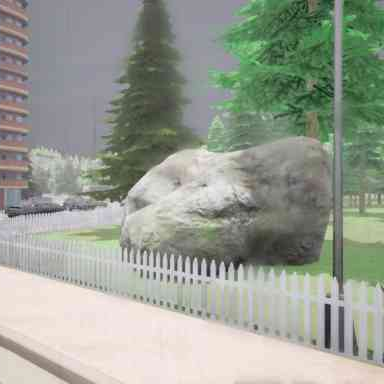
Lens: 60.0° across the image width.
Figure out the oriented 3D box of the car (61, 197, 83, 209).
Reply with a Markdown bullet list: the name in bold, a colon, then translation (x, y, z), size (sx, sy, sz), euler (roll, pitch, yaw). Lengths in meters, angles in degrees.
- **car**: translation (-16.509, 1.449, 45.916), size (1.837, 1.490, 4.892), euler (0, 0, -8)

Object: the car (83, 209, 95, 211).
- **car**: translation (-12.873, 1.508, 39.077), size (1.994, 1.385, 4.181), euler (0, 0, 4)

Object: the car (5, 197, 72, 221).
- **car**: translation (-11.948, 1.436, 26.227), size (2.128, 1.511, 4.902), euler (0, 0, 23)

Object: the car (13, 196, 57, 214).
- **car**: translation (-16.783, 1.296, 35.880), size (2.097, 1.767, 4.553), euler (0, 0, 8)
